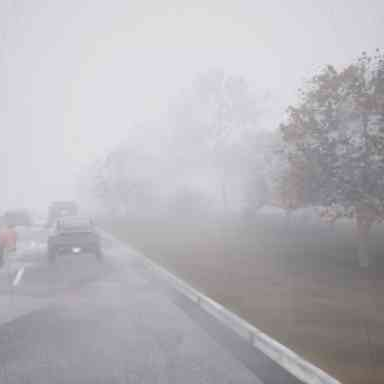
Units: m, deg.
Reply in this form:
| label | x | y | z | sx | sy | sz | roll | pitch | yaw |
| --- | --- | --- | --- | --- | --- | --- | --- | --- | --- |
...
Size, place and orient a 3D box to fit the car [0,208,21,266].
| label | x | y | z | sx | sy | sz | roll | pitch | yaw |
| --- | --- | --- | --- | --- | --- | --- | --- | --- | --- |
| car | -7.829 | 1.610 | 12.316 | 2.097 | 1.767 | 4.553 | 0 | -1 | -22 |

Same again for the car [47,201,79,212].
| label | x | y | z | sx | sy | sz | roll | pitch | yaw |
| --- | --- | --- | --- | --- | --- | --- | --- | --- | --- |
| car | -10.138 | 1.700 | 26.285 | 2.150 | 2.045 | 5.566 | 0 | -1 | -22 |

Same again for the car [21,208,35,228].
| label | x | y | z | sx | sy | sz | roll | pitch | yaw |
| --- | --- | --- | --- | --- | --- | --- | --- | --- | --- |
| car | -13.600 | 2.020 | 26.184 | 1.837 | 1.490 | 4.892 | 0 | -1 | -22 |

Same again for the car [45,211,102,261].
| label | x | y | z | sx | sy | sz | roll | pitch | yaw |
| --- | --- | --- | --- | --- | --- | --- | --- | --- | --- |
| car | -4.829 | 1.748 | 13.566 | 1.837 | 1.490 | 4.892 | 0 | -1 | -22 |
